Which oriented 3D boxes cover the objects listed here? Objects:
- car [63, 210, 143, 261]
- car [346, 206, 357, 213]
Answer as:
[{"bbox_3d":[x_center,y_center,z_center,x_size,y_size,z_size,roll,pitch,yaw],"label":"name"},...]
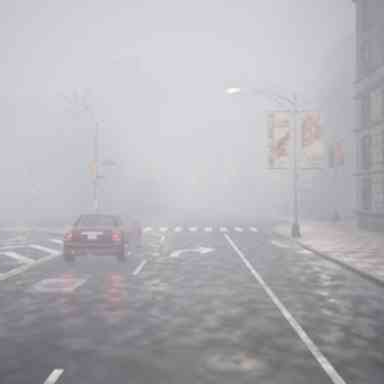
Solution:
[{"bbox_3d":[-3.267,1.521,13.072,2.097,1.767,4.553,0,-1,1],"label":"car"},{"bbox_3d":[23.054,2.122,43.296,5.357,1.411,2.033,0,-1,1],"label":"car"}]
